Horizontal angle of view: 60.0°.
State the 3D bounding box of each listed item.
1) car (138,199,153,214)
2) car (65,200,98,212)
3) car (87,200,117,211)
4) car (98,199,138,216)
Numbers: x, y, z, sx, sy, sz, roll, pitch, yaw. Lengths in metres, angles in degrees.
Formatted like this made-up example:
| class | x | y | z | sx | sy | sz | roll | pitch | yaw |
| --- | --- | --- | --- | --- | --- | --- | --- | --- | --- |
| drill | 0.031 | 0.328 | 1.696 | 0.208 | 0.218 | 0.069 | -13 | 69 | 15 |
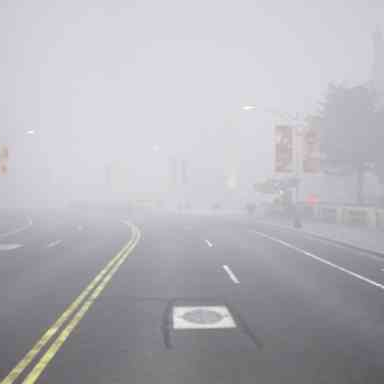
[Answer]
| class | x | y | z | sx | sy | sz | roll | pitch | yaw |
| --- | --- | --- | --- | --- | --- | --- | --- | --- | --- |
| car | -6.362 | 1.597 | 38.826 | 2.097 | 1.767 | 4.553 | 1 | 0 | -35 |
| car | -14.476 | 1.741 | 42.863 | 4.892 | 1.490 | 1.837 | 0 | -1 | 41 |
| car | -12.338 | 1.829 | 45.506 | 4.181 | 1.385 | 1.994 | 0 | -1 | 42 |
| car | -7.858 | 1.564 | 35.150 | 2.097 | 1.767 | 4.553 | 1 | 0 | -34 |
